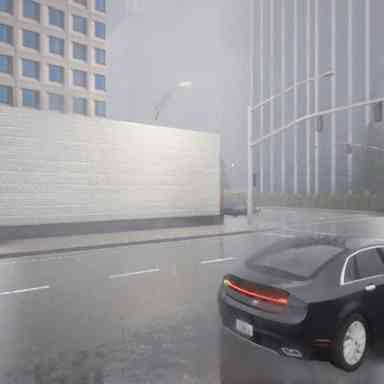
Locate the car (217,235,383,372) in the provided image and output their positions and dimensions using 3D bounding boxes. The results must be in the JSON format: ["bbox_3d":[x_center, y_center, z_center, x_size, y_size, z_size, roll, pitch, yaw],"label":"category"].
[{"bbox_3d":[2.658,1.504,5.696,4.892,1.490,1.837,0,0,-35],"label":"car"}]

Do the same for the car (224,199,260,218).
[{"bbox_3d":[3.569,1.600,31.618,2.033,1.411,5.357,0,0,-36],"label":"car"}]
